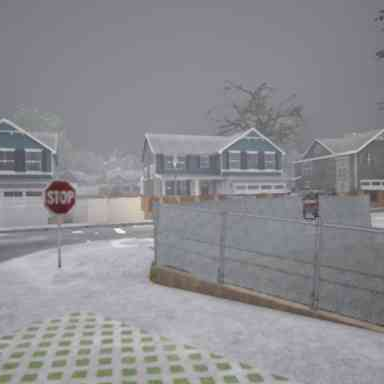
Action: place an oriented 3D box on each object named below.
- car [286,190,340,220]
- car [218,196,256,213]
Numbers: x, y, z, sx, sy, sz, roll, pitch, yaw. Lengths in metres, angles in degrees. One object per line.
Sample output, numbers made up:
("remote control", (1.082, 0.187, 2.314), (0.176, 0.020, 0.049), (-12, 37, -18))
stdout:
("car", (6.680, 0.695, 17.020), (4.553, 1.767, 2.097), (-2, 0, -18))
("car", (2.303, 0.978, 18.567), (4.902, 1.511, 2.128), (-2, 0, -18))
